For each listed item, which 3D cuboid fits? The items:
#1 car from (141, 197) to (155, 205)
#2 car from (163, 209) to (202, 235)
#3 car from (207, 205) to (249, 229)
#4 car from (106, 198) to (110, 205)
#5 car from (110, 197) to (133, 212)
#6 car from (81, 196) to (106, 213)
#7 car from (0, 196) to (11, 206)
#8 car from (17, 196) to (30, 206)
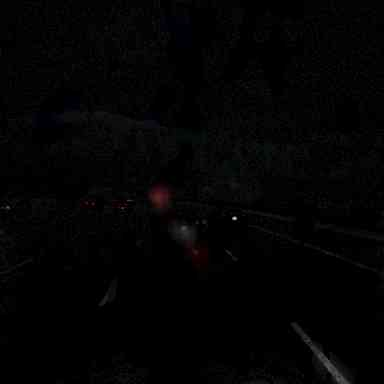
[{"bbox_3d":[-8.229,1.695,61.939,2.128,1.511,4.902,0,0,-23],"label":"car"},{"bbox_3d":[-0.683,1.637,19.300,1.895,1.301,4.718,-1,0,-7],"label":"car"},{"bbox_3d":[2.252,1.561,21.902,1.994,1.385,4.181,-1,0,-8],"label":"car"},{"bbox_3d":[-16.263,1.884,62.627,1.994,1.385,4.181,-1,0,-24],"label":"car"},{"bbox_3d":[-8.981,1.690,42.117,1.837,1.490,4.892,0,-1,-16],"label":"car"},{"bbox_3d":[-12.077,1.450,40.676,2.150,2.045,5.566,0,0,-17],"label":"car"},{"bbox_3d":[-38.301,1.732,67.734,2.150,2.045,5.566,-1,0,-28],"label":"car"},{"bbox_3d":[-33.521,1.719,66.209,2.150,2.045,5.566,-1,0,-26],"label":"car"}]
